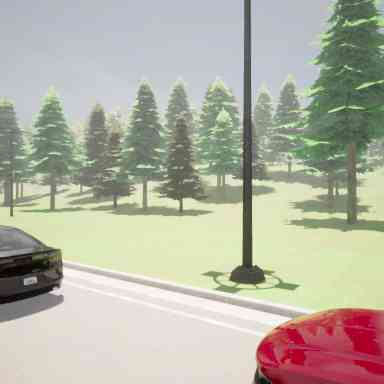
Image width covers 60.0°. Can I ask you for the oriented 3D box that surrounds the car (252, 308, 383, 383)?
[{"bbox_3d":[2.795,1.478,1.980,5.008,1.535,1.882,0,0,36],"label":"car"}]

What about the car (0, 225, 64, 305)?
[{"bbox_3d":[-4.982,1.478,7.544,5.008,1.535,1.882,0,0,36],"label":"car"}]
